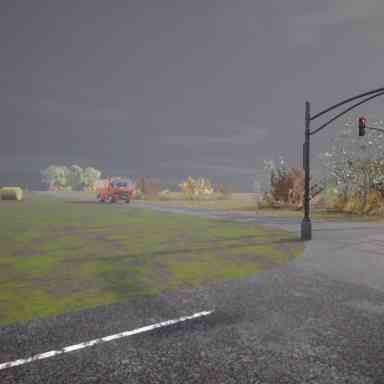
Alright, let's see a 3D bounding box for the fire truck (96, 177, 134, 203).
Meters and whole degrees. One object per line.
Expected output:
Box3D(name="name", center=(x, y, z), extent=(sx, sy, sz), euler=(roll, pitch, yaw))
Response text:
Box3D(name="fire truck", center=(-11.765, -0.354, 50.031), extent=(2.891, 3.827, 8.468), euler=(1, 0, -32))
